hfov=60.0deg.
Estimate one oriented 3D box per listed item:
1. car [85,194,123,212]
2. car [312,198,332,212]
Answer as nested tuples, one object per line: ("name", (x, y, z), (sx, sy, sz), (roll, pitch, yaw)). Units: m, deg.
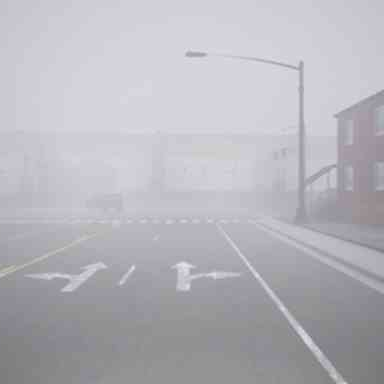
("car", (-10.509, 1.255, 39.671), (5.566, 2.045, 2.150), (-1, -1, 41))
("car", (14.349, 1.384, 33.252), (4.553, 1.767, 2.097), (0, 0, -1))
